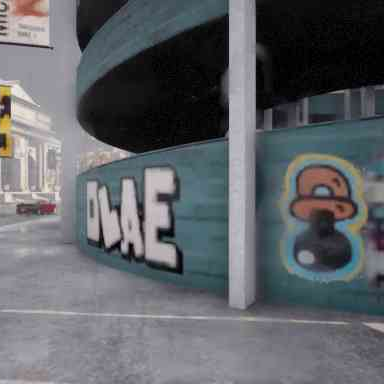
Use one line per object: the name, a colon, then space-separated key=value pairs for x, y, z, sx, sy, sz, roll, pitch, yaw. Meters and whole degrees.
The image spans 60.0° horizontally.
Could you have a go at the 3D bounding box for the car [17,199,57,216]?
car: x=-15.256 y=1.482 z=33.064 sx=1.882 sy=1.535 sz=5.008 roll=0 pitch=0 yaw=6
